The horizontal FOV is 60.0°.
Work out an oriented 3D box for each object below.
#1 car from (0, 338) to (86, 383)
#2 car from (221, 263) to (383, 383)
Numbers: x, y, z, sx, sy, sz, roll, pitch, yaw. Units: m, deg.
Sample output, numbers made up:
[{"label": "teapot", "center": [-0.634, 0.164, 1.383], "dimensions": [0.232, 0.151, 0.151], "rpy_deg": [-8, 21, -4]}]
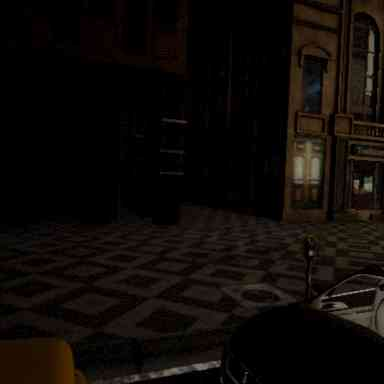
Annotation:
[{"label": "car", "center": [-2.964, 1.338, 1.459], "dimensions": [4.829, 1.417, 1.752], "rpy_deg": [1, 2, -21]}, {"label": "car", "center": [2.456, 1.498, 3.502], "dimensions": [4.403, 1.369, 2.008], "rpy_deg": [1, 2, -21]}]
